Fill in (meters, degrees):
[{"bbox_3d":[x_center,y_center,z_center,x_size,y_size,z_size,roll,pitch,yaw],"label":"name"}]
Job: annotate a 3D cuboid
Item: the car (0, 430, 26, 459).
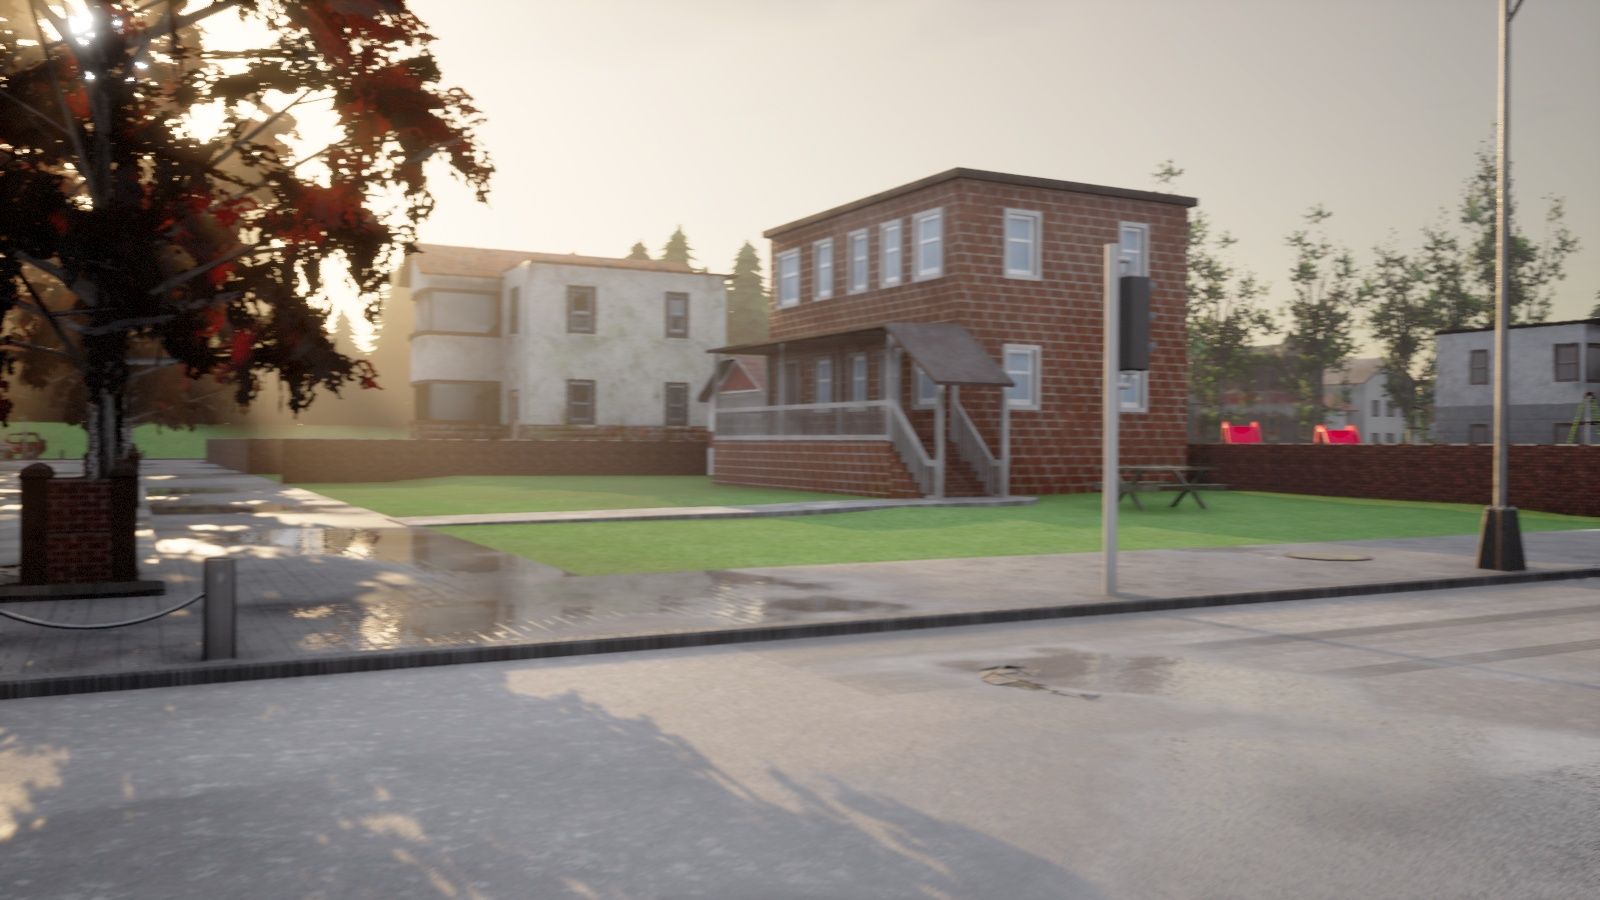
[{"bbox_3d":[-52.580,-0.349,81.551,3.866,1.878,1.905,0,1,-29],"label":"car"}]
